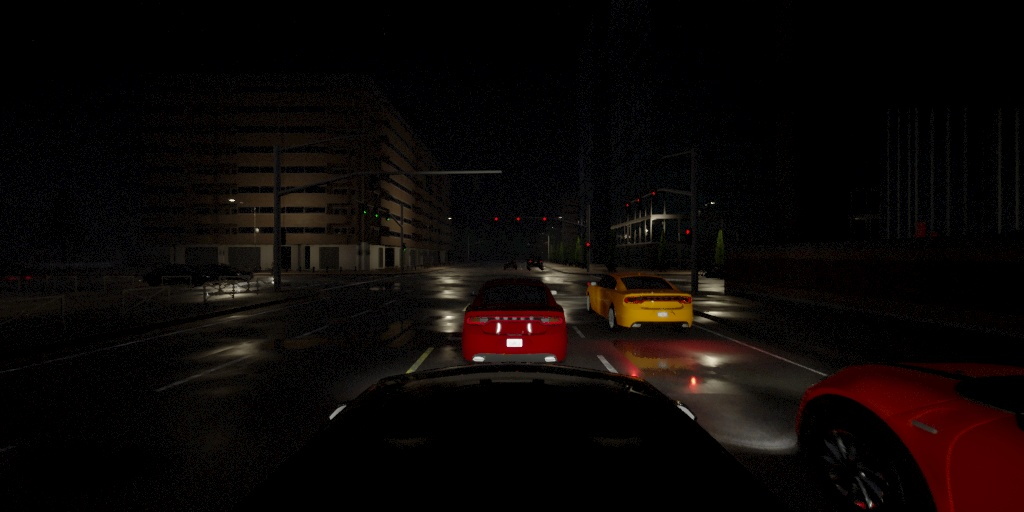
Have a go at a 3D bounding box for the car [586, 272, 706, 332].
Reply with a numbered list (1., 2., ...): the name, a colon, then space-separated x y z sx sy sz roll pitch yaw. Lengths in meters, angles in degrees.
1. car: 3.577 1.228 10.940 1.882 1.535 5.008 0 0 0

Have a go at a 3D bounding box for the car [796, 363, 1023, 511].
1. car: 3.600 1.101 1.326 2.097 1.767 4.553 0 0 0

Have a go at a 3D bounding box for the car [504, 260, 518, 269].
1. car: -0.176 1.275 54.390 1.812 1.442 4.674 0 0 0

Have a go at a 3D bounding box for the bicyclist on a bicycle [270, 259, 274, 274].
1. bicyclist on a bicycle: -25.540 1.106 38.695 0.582 1.620 1.656 0 0 0

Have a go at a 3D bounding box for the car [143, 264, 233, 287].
1. car: -22.060 1.331 24.219 4.674 1.442 1.812 0 0 0

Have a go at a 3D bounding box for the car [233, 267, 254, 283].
1. car: -22.598 1.332 27.721 4.674 1.442 1.812 1 0 0

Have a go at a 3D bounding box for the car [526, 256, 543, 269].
1. car: 3.307 0.971 52.649 2.150 2.045 5.566 0 0 0

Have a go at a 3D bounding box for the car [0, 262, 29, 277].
1. car: -50.350 1.297 34.956 4.902 1.511 2.128 0 0 1

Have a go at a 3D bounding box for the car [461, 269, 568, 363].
1. car: 0.058 1.228 8.164 1.882 1.535 5.008 0 0 0

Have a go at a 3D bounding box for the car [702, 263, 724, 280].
1. car: 19.179 1.297 31.247 4.902 1.511 2.128 0 0 0
